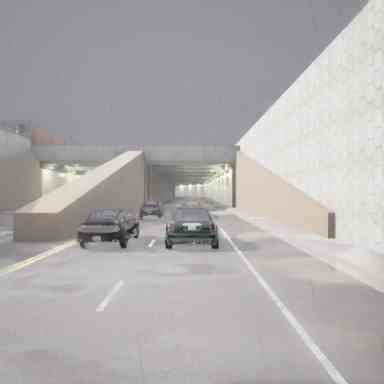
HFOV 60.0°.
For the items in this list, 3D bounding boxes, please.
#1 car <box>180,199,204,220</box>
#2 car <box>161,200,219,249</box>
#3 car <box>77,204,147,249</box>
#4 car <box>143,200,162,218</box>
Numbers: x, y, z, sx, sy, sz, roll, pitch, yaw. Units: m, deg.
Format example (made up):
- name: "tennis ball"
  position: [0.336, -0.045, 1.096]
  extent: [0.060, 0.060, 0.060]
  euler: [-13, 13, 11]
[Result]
- name: "car"
  position: [0.000, 1.485, 29.650]
  extent: [1.882, 1.535, 5.008]
  euler: [0, 0, 0]
- name: "car"
  position: [0.000, 1.366, 14.620]
  extent: [2.097, 1.767, 4.553]
  euler: [0, 0, 0]
- name: "car"
  position: [-3.500, 1.495, 14.650]
  extent: [2.128, 1.511, 4.902]
  euler: [0, 0, 0]
- name: "car"
  position: [-3.500, 1.495, 29.650]
  extent: [2.128, 1.511, 4.902]
  euler: [0, 0, 0]
